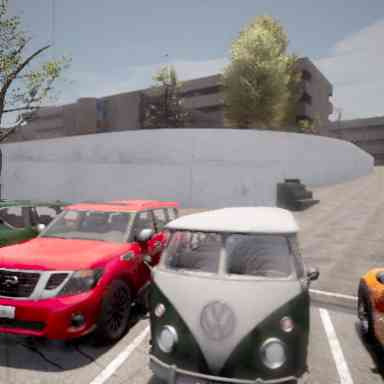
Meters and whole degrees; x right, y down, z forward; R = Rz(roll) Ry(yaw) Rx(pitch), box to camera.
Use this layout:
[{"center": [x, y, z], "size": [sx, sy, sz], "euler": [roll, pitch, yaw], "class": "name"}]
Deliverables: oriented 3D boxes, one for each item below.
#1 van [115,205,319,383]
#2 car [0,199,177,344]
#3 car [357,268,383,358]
[{"center": [0.768, 1.252, 5.115], "size": [1.878, 1.987, 4.442], "euler": [1, 0, 15], "class": "van"}, {"center": [-1.669, 1.216, 6.929], "size": [2.435, 2.045, 5.566], "euler": [1, -1, 15], "class": "car"}, {"center": [3.237, 1.363, 3.450], "size": [2.185, 1.767, 4.553], "euler": [0, -1, 15], "class": "car"}]
